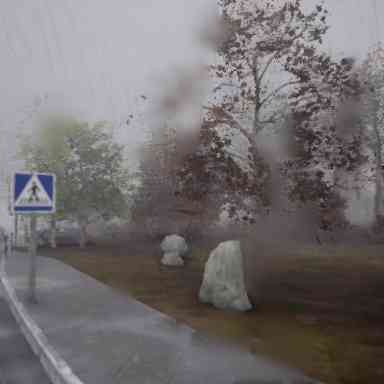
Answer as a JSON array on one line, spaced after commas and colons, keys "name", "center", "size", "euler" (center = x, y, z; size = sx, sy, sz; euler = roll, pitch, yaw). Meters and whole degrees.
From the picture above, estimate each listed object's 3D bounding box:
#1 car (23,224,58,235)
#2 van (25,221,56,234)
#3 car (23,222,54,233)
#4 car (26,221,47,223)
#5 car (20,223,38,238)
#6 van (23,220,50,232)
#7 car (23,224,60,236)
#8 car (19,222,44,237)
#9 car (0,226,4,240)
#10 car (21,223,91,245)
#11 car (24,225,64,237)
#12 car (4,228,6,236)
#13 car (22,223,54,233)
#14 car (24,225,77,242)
[{"name": "car", "center": [-23.147, 5.693, 50.900], "size": [4.792, 1.488, 2.163], "euler": [1, -5, -27]}, {"name": "van", "center": [-24.329, 5.642, 53.399], "size": [4.442, 1.987, 1.878], "euler": [1, -5, -27]}, {"name": "car", "center": [-25.776, 5.946, 55.883], "size": [4.553, 1.767, 2.185], "euler": [1, -5, -27]}, {"name": "car", "center": [-18.173, 4.700, 41.108], "size": [4.553, 1.767, 2.185], "euler": [1, -5, -27]}, {"name": "car", "center": [-11.868, 3.697, 28.910], "size": [5.008, 1.535, 2.097], "euler": [1, -5, -27]}, {"name": "van", "center": [-28.310, 6.217, 60.628], "size": [4.442, 1.987, 1.878], "euler": [1, -4, -27]}, {"name": "car", "center": [-21.943, 5.489, 48.432], "size": [4.792, 1.488, 2.163], "euler": [1, -5, -27]}, {"name": "car", "center": [-15.797, 4.377, 36.151], "size": [5.366, 1.575, 1.946], "euler": [1, -5, -27]}, {"name": "car", "center": [-21.465, 4.486, 35.465], "size": [1.812, 1.442, 4.674], "euler": [1, -5, -27]}, {"name": "car", "center": [-10.613, 3.464, 26.469], "size": [4.892, 1.521, 2.231], "euler": [1, -5, -27]}, {"name": "car", "center": [-19.404, 5.079, 43.557], "size": [4.674, 1.452, 2.002], "euler": [1, -5, -27]}, {"name": "car", "center": [-26.050, 5.271, 44.374], "size": [1.812, 1.442, 4.674], "euler": [1, -5, -27]}, {"name": "car", "center": [-26.950, 6.256, 58.216], "size": [4.892, 1.521, 2.231], "euler": [1, -5, -27]}, {"name": "car", "center": [-14.347, 4.188, 33.800], "size": [4.792, 1.488, 2.163], "euler": [1, -5, -27]}]
